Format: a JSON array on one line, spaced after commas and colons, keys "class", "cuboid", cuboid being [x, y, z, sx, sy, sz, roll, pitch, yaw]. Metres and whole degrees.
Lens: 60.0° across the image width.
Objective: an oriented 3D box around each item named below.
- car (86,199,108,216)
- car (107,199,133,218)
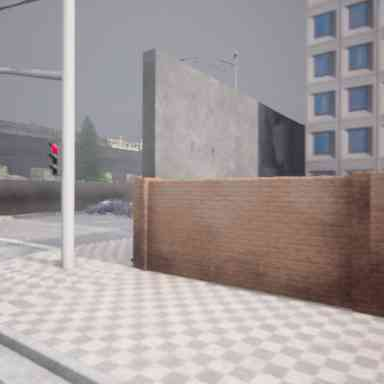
[{"class": "car", "cuboid": [-7.485, 1.357, 30.506, 1.812, 1.442, 4.674, 0, 0, 36]}, {"class": "car", "cuboid": [-4.596, 1.374, 28.497, 1.812, 1.442, 4.674, 0, 0, 35]}]
